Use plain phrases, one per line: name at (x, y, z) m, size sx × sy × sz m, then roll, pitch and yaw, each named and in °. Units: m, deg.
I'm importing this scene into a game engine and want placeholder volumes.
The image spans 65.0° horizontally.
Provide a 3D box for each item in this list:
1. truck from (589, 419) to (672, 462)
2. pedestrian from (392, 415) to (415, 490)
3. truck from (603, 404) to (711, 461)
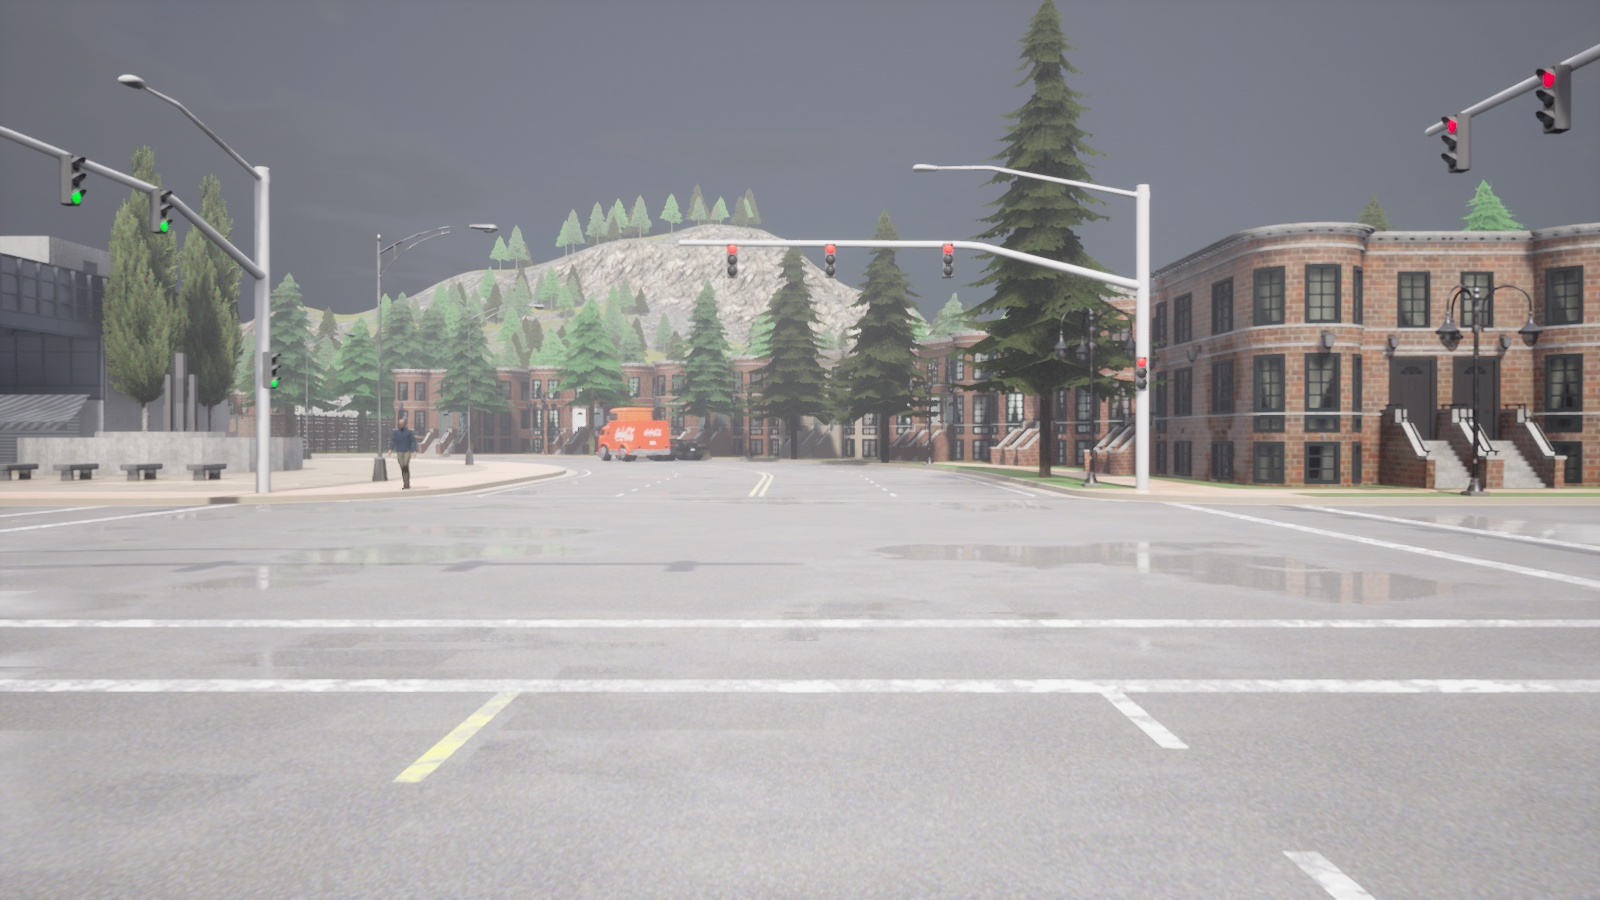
truck at (-10.217, -0.567, 75.442) m, size 2.627 × 2.467 × 5.204 m, roll 0°, pitch 1°, yaw -38°
pedestrian at (-9.913, 0.056, 31.435) m, size 0.402 × 1.842 × 0.726 m, roll 0°, pitch 1°, yaw -5°
truck at (-9.153, -1.106, 79.589) m, size 2.891 × 3.462 × 7.936 m, roll 0°, pitch 1°, yaw -40°
